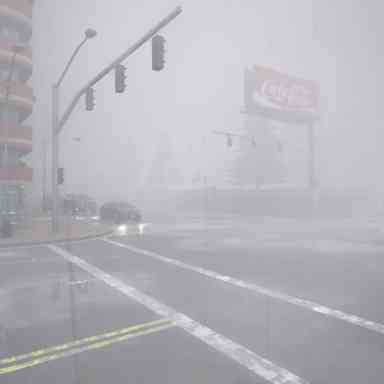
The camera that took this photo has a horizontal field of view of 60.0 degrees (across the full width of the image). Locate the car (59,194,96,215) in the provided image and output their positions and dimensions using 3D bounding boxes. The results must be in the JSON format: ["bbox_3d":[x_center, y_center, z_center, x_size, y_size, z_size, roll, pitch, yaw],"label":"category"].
[{"bbox_3d":[-11.645,1.221,34.161,2.150,2.045,5.566,0,0,-36],"label":"car"}]

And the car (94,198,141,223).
[{"bbox_3d":[-5.649,1.505,25.824,1.837,1.490,4.892,0,0,-36],"label":"car"}]

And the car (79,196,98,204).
[{"bbox_3d":[-19.973,1.478,64.047,1.882,1.535,5.008,0,0,-36],"label":"car"}]

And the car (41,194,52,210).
[{"bbox_3d":[-17.801,1.221,42.734,2.150,2.045,5.566,0,0,-35],"label":"car"}]

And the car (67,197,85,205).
[{"bbox_3d":[-20.554,1.564,58.864,1.994,1.385,4.181,0,0,-36],"label":"car"}]
